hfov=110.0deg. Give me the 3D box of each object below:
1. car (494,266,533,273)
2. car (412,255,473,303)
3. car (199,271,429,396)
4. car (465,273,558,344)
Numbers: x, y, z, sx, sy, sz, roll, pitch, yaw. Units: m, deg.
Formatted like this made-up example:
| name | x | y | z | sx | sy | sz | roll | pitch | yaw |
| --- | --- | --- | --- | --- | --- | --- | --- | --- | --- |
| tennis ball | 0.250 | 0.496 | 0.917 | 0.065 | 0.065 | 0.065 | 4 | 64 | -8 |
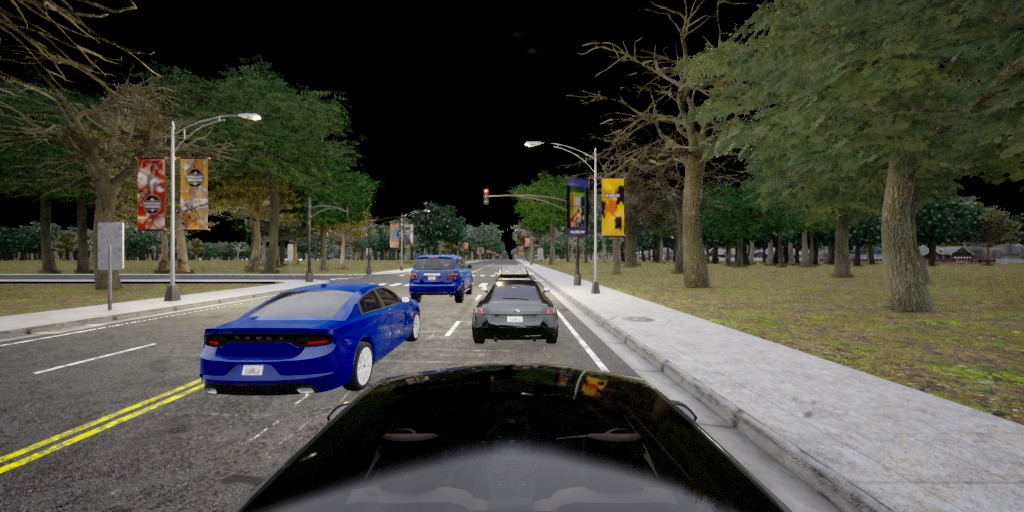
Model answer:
| name | x | y | z | sx | sy | sz | roll | pitch | yaw |
| --- | --- | --- | --- | --- | --- | --- | --- | --- | --- |
| car | 0.099 | 1.244 | 18.533 | 2.128 | 1.511 | 4.902 | 0 | 0 | 0 |
| car | -3.151 | 0.974 | 16.791 | 2.150 | 2.045 | 5.566 | 0 | 0 | 0 |
| car | -3.149 | 1.228 | 6.805 | 1.882 | 1.535 | 5.008 | 0 | 0 | 0 |
| car | 0.094 | 1.315 | 9.631 | 1.994 | 1.385 | 4.181 | 0 | 0 | 1 |
